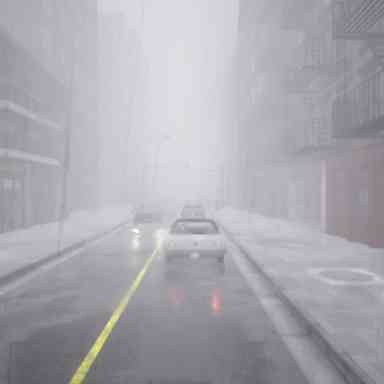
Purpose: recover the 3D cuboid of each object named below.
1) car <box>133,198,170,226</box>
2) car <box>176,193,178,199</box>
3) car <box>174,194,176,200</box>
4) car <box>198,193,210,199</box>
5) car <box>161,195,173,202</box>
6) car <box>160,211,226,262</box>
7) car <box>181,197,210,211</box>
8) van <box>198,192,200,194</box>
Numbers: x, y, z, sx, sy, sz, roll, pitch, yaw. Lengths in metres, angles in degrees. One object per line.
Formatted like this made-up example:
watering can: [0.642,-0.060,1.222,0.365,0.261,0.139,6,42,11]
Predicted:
car: [-2.839,1.448,23.303,1.882,1.535,5.008,0,0,0]
car: [-5.367,1.407,87.314,2.008,1.369,4.403,0,0,0]
car: [-5.370,1.446,75.950,1.947,1.339,4.313,0,0,0]
car: [2.652,1.453,64.584,2.008,1.369,4.403,0,0,0]
car: [-5.373,1.468,64.585,1.947,1.339,4.313,0,0,0]
car: [0.094,1.586,12.048,1.895,1.301,4.718,0,0,0]
car: [0.096,1.457,27.476,2.128,1.511,4.902,0,0,0]
van: [2.654,1.232,70.265,1.690,1.788,3.998,0,0,0]
